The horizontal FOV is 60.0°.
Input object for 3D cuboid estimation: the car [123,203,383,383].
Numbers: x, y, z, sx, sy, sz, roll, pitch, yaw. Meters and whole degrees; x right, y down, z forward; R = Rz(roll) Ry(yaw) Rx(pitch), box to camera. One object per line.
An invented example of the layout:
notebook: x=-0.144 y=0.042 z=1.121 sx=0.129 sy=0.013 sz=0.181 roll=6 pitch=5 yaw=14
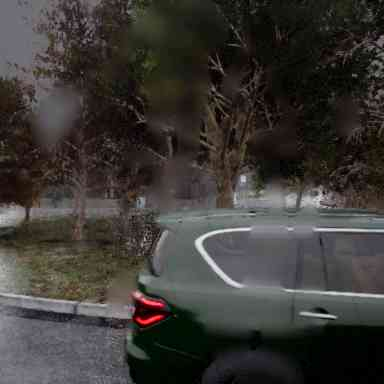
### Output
car: x=2.091 y=1.222 z=3.568 sx=5.566 sy=2.045 sz=2.150 roll=0 pitch=0 yaw=4

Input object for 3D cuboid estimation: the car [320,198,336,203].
car: x=21.326 y=1.585 z=52.326 sx=1.994 sy=1.385 sz=4.181 roll=0 pitch=2 yaw=15

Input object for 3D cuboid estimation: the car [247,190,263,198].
car: x=13.909 y=0.467 z=75.329 sx=1.946 sy=1.575 sz=5.366 roll=0 pitch=3 yaw=26

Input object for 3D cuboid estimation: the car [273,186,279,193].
car: x=21.193 y=-0.684 z=90.489 sx=2.435 sy=2.045 sz=5.566 roll=0 pitch=3 yaw=26

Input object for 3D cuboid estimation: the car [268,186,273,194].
car: x=18.688 y=-0.126 z=85.272 sx=1.946 sy=1.575 sz=5.366 roll=0 pitch=3 yaw=26

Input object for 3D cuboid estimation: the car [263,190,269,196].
car: x=16.303 y=0.169 z=80.298 sx=1.946 sy=1.575 sz=5.366 roll=0 pitch=3 yaw=26

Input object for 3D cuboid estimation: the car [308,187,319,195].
car: x=29.997 y=-0.372 z=81.830 sx=2.150 sy=2.045 sz=5.566 roll=0 pitch=3 yaw=26
